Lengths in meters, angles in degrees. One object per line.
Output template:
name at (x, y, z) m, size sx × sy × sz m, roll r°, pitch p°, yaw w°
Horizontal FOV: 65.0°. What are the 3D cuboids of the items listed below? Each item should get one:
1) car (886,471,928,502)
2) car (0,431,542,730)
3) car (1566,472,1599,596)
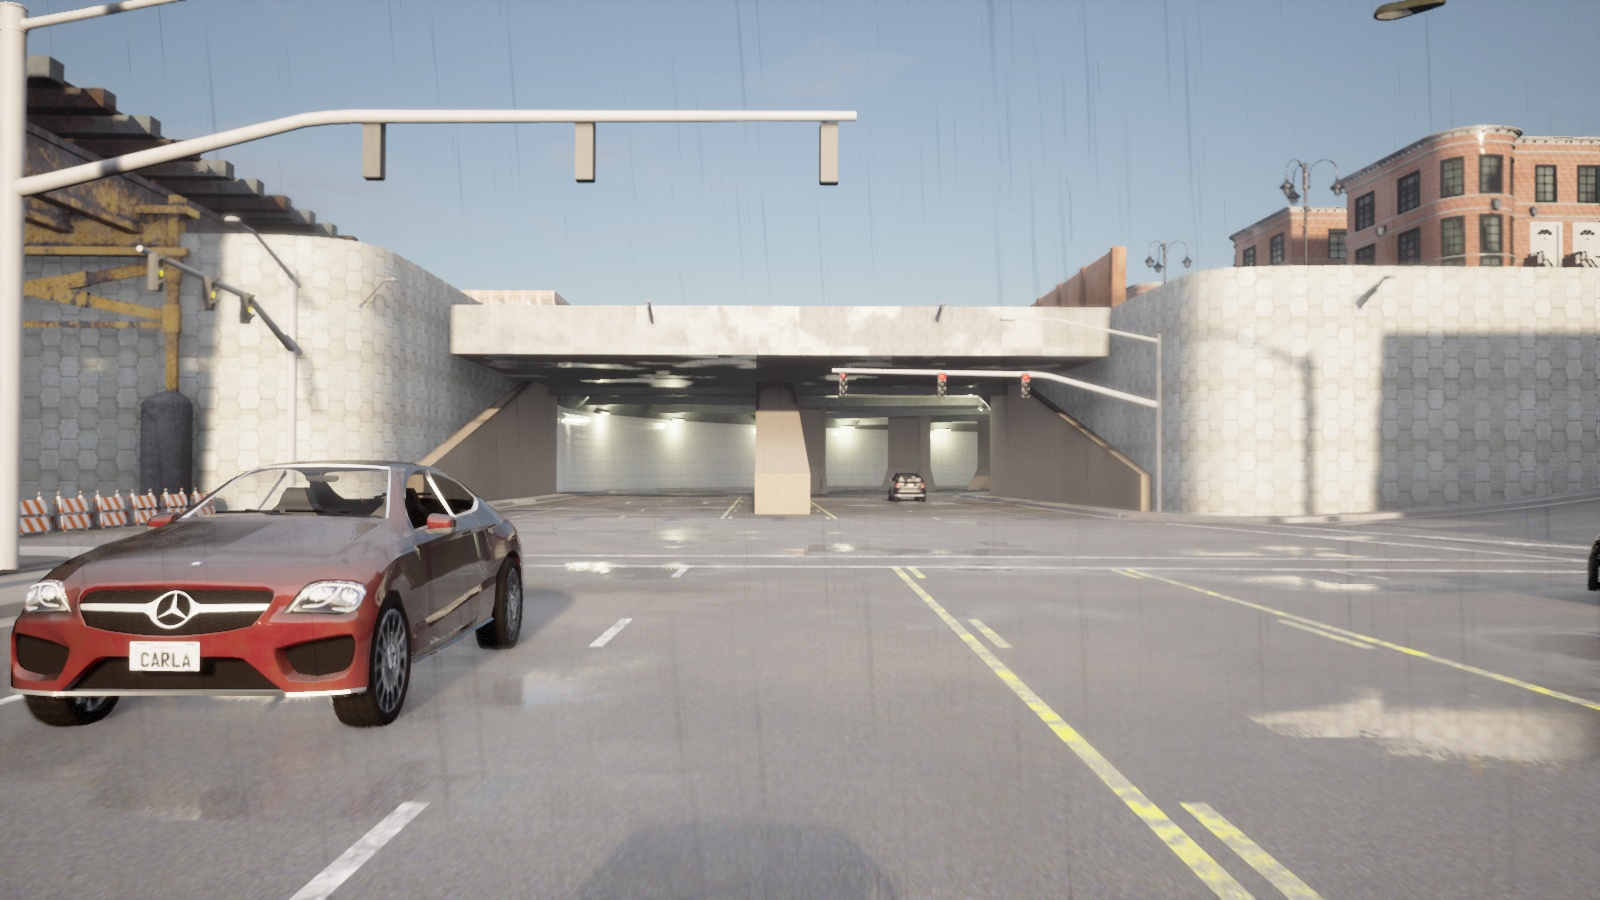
car at (5.625, 1.894, 66.310) m, size 1.789 × 1.549 × 3.705 m, roll 0°, pitch -1°, yaw -2°
car at (-3.537, 0.769, 9.499) m, size 2.152 × 1.651 × 5.027 m, roll 0°, pitch -1°, yaw 0°
car at (10.477, 0.969, 13.591) m, size 1.970 × 1.475 × 3.806 m, roll 0°, pitch -1°, yaw -2°
